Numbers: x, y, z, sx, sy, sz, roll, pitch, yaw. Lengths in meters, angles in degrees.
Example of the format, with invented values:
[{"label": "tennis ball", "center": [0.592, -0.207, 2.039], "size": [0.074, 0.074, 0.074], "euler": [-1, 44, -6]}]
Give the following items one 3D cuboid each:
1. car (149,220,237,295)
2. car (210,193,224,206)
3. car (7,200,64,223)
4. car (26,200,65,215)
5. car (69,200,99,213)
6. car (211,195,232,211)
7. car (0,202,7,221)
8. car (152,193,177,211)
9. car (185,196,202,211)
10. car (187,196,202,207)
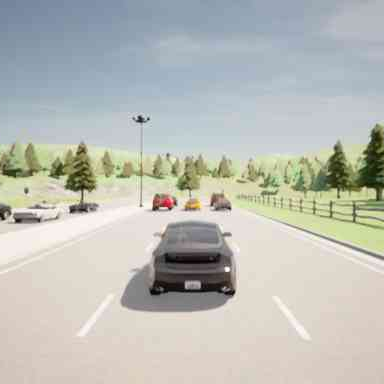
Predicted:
[{"label": "car", "center": [0.019, 1.485, 8.626], "size": [1.837, 1.490, 4.892], "euler": [0, 0, 0]}, {"label": "car", "center": [3.869, 1.112, 49.844], "size": [2.150, 2.045, 5.566], "euler": [0, 0, 2]}, {"label": "car", "center": [-11.521, 1.546, 25.167], "size": [1.895, 1.301, 4.718], "euler": [0, 0, 1]}, {"label": "car", "center": [-14.921, 1.526, 34.212], "size": [1.895, 1.301, 4.718], "euler": [0, 0, 0]}, {"label": "car", "center": [-11.418, 1.523, 35.360], "size": [1.895, 1.301, 4.718], "euler": [0, 0, 0]}, {"label": "car", "center": [3.624, 1.462, 39.221], "size": [2.033, 1.411, 5.357], "euler": [0, 0, 1]}, {"label": "car", "center": [-15.018, 1.439, 24.069], "size": [2.128, 1.511, 4.902], "euler": [0, 0, 0]}, {"label": "car", "center": [-3.375, 1.135, 39.269], "size": [2.150, 2.045, 5.566], "euler": [0, 0, 1]}, {"label": "car", "center": [0.129, 1.391, 39.645], "size": [1.882, 1.535, 5.008], "euler": [0, 0, 1]}, {"label": "car", "center": [0.370, 1.382, 49.914], "size": [2.128, 1.511, 4.902], "euler": [0, 0, 2]}]
